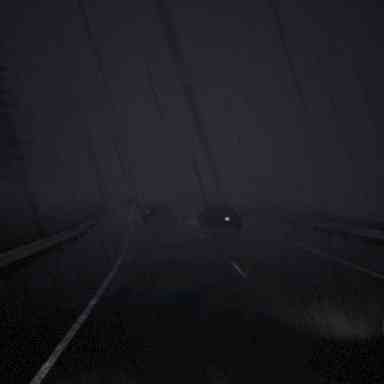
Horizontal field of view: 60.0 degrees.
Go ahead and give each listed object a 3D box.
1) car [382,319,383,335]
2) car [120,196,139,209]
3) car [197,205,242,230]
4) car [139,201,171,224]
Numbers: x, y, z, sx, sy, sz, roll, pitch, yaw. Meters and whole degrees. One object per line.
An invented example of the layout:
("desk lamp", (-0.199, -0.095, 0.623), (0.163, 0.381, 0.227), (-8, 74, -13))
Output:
("car", (3.444, 1.507, 2.409), (1.812, 1.442, 4.674), (0, 0, -2))
("car", (-7.584, 1.298, 40.816), (1.837, 1.490, 4.892), (0, 1, -20))
("car", (1.605, 1.452, 20.282), (1.994, 1.385, 4.181), (0, 0, -10))
("car", (-2.555, 1.403, 23.458), (1.812, 1.442, 4.674), (0, 0, -11))
